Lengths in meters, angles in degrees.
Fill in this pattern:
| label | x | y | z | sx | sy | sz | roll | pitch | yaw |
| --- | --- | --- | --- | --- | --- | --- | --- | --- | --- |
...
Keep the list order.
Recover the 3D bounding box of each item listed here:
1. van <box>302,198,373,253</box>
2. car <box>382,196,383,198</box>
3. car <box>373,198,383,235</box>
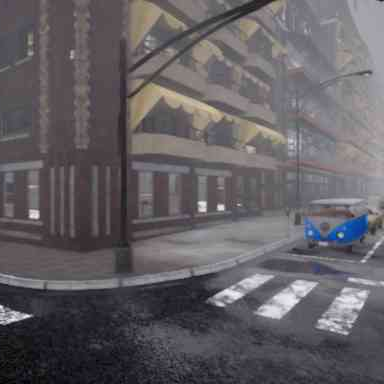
| label | x | y | z | sx | sy | sz | roll | pitch | yaw |
| --- | --- | --- | --- | --- | --- | --- | --- | --- | --- |
| van | 5.472 | 1.134 | 12.503 | 1.690 | 1.788 | 3.998 | 1 | 1 | 35 |
| car | 18.366 | 1.037 | 30.829 | 2.008 | 1.369 | 4.403 | 1 | 1 | 35 |
| car | 8.597 | 1.243 | 16.948 | 1.752 | 1.417 | 4.829 | 1 | 1 | 35 |
